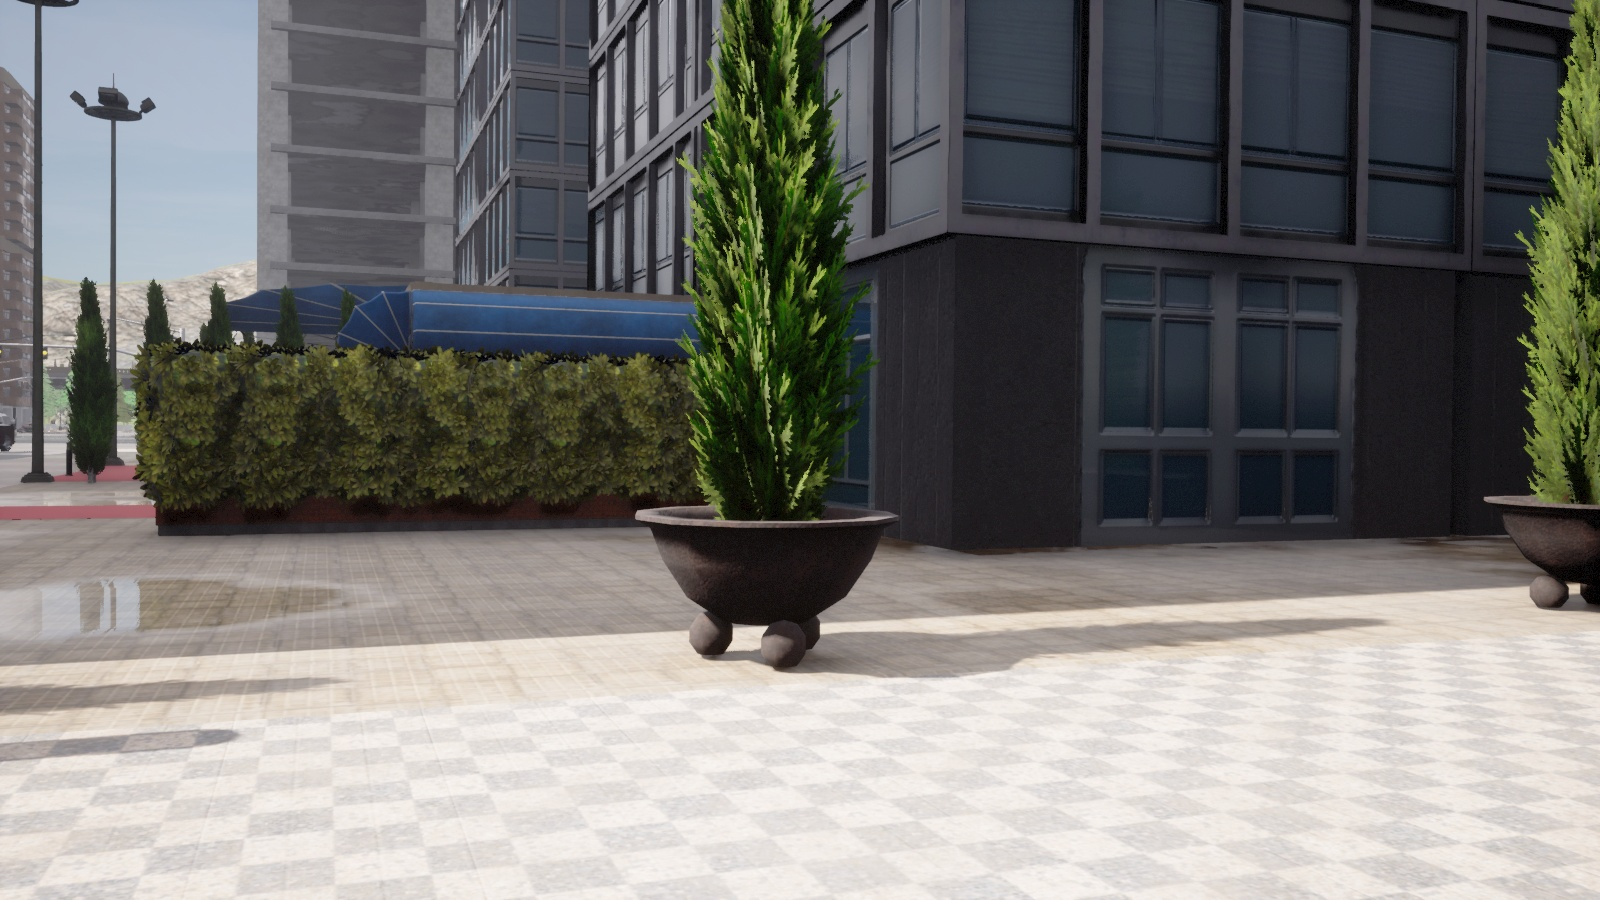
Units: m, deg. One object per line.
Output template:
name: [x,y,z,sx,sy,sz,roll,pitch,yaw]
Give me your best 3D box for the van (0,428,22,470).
van: [-40.065,-0.044,61.358,2.069,2.038,4.480,-2,1,-12]
